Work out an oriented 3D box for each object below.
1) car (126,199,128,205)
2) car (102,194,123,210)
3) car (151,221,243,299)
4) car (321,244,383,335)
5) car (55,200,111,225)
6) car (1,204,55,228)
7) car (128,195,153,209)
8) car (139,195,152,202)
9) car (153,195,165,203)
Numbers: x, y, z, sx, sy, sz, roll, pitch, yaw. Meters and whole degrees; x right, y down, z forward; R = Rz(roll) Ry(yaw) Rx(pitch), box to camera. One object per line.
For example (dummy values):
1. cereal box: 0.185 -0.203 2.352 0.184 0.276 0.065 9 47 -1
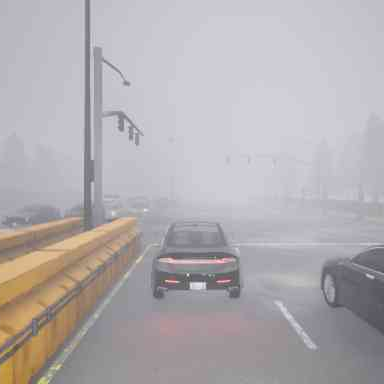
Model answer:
1. car: -10.611 1.548 60.238 2.033 1.411 5.357 0 0 0
2. car: -10.631 1.222 43.945 2.150 2.045 5.566 0 0 0
3. car: 0.078 1.492 8.463 2.128 1.511 4.902 0 0 -1
4. car: 3.597 1.505 5.049 1.837 1.490 4.892 0 0 0
5. car: -7.118 1.505 22.313 1.837 1.490 4.892 0 0 0
6. car: -10.619 1.547 22.587 2.033 1.411 5.357 0 0 0
7. car: -7.129 1.352 46.512 2.097 1.767 4.553 0 0 0
8. car: -10.557 1.525 75.871 2.128 1.511 4.902 0 0 0
9. car: -7.089 1.351 65.285 2.097 1.767 4.553 0 0 0
